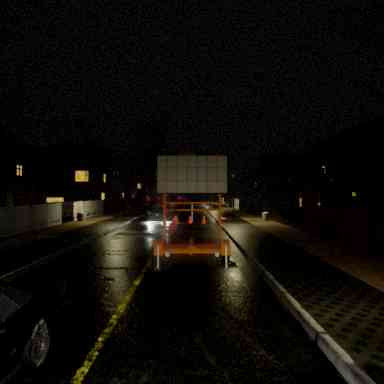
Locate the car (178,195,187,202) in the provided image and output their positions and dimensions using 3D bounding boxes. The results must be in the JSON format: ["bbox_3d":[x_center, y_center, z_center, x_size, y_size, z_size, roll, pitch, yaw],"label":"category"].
[{"bbox_3d":[-2.675,1.774,90.381,2.150,2.045,5.566,0,-1,0],"label":"car"}]

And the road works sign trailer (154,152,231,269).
[{"bbox_3d":[0.010,0.473,11.103,2.380,3.560,2.880,0,0,0],"label":"road works sign trailer"}]

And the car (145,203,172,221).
[{"bbox_3d":[-2.726,1.626,28.134,1.994,1.385,4.181,0,0,0],"label":"car"}]

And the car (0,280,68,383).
[{"bbox_3d":[-2.847,1.602,2.914,1.895,1.301,4.718,0,0,0],"label":"car"}]
